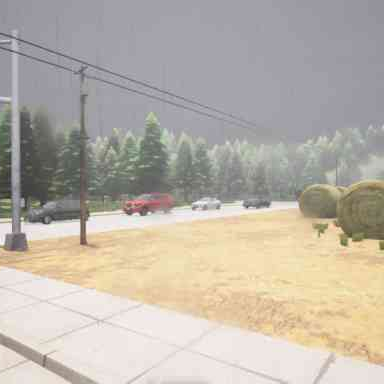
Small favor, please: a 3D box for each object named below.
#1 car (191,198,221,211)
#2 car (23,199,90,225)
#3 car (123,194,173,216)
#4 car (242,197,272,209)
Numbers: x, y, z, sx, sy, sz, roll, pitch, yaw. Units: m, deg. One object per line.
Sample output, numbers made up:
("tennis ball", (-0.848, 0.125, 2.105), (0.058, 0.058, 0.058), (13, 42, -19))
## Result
("car", (1.777, 1.431, 40.324), (1.812, 1.442, 4.674), (0, 0, 37))
("car", (-9.926, 1.362, 24.612), (2.097, 1.767, 4.553), (0, 0, 37))
("car", (-4.139, 1.179, 32.386), (2.150, 2.045, 5.566), (0, 0, 37))
("car", (8.467, 1.410, 43.134), (2.033, 1.411, 5.357), (0, 0, 37))
